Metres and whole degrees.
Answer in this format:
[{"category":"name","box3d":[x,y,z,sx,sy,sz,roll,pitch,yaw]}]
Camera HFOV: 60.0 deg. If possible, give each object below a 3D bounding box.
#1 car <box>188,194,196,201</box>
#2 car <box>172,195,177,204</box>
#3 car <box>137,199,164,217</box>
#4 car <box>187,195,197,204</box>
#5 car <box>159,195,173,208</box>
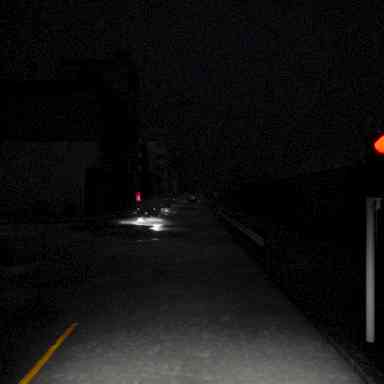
[{"category":"car","box3d":[0.044,1.310,76.733,1.882,1.535,5.008,0,0,0]},{"category":"car","box3d":[-4.019,1.351,62.707,2.097,1.767,4.553,0,0,0]},{"category":"car","box3d":[-4.074,1.601,31.866,1.895,1.301,4.718,0,0,0]},{"category":"car","box3d":[0.040,1.491,66.313,2.128,1.511,4.902,0,0,0]},{"category":"car","box3d":[-4.065,1.562,46.274,1.994,1.385,4.181,0,0,0]}]
